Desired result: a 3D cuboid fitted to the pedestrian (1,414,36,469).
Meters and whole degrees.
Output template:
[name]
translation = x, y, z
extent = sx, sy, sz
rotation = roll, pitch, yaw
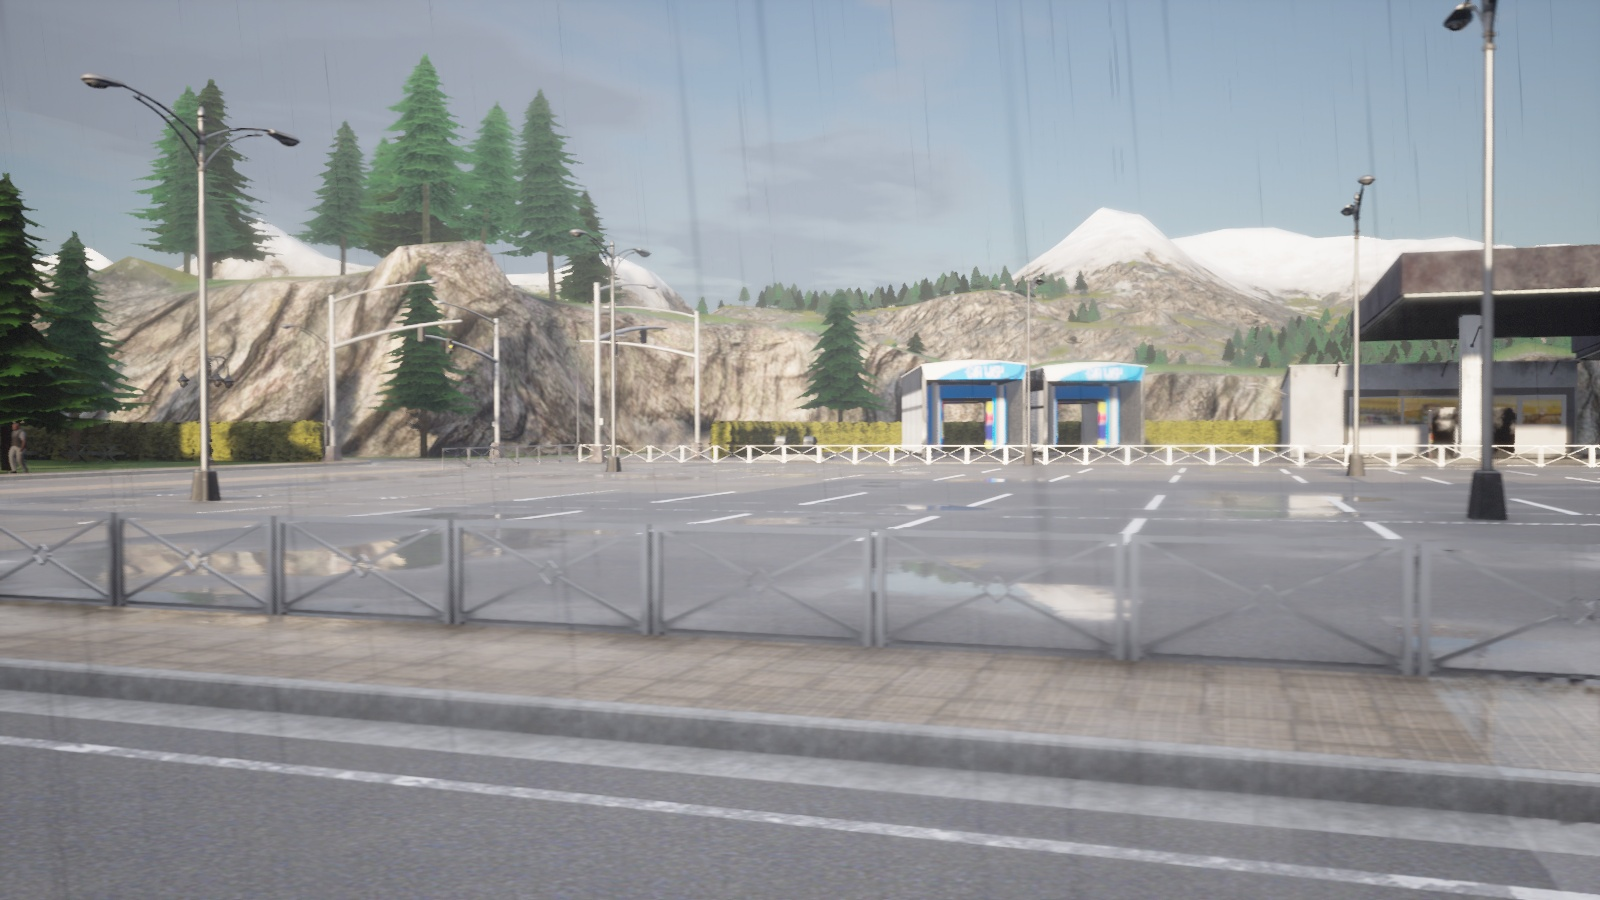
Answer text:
[pedestrian]
translation = -26.929, -0.297, 43.272
extent = 0.563, 1.883, 0.849
rotation = 0, 1, 16
